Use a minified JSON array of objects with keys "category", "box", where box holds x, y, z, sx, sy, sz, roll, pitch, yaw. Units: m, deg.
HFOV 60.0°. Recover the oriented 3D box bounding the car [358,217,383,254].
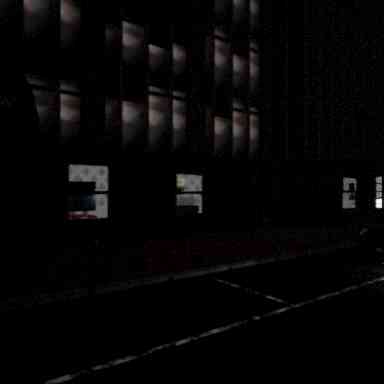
[{"category":"car","box":[7.969,1.429,12.415,4.097,1.590,1.967,0,0,-35]}]
